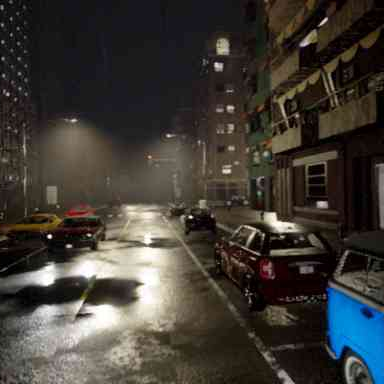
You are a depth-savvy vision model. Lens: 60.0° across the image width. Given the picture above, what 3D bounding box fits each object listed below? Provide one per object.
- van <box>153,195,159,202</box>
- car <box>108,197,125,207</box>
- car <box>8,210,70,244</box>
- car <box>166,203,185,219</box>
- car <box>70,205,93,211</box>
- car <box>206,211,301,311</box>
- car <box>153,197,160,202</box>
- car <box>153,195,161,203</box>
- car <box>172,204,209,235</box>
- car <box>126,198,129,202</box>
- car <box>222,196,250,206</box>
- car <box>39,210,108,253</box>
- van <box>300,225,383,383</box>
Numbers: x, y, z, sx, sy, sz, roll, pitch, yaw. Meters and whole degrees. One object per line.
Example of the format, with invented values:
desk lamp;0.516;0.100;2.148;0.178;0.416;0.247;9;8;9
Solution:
van;-10.265;1.822;94.626;1.690;1.788;3.998;-2;0;-8
car;-14.020;1.788;60.652;2.192;1.841;5.009;-1;0;-8
car;-8.030;1.751;17.441;1.752;1.417;4.829;-1;0;-8
car;-1.272;1.632;29.721;2.008;1.369;4.403;-1;0;-8
car;-9.571;1.829;28.571;1.887;1.381;4.507;-1;0;-8
car;1.761;1.409;7.799;1.967;1.590;4.097;-1;0;-8
car;-9.526;1.970;89.323;1.752;1.417;4.829;-1;0;-8
car;-8.744;1.973;83.684;1.947;1.339;4.313;-1;0;-8
car;0.246;1.574;18.759;2.008;1.369;4.403;-1;0;-8
car;-18.558;2.250;93.476;1.947;1.339;4.313;-1;0;-8
car;6.692;1.271;50.417;4.403;1.369;2.008;-2;1;-8
car;-4.938;1.746;14.742;1.895;1.301;4.718;-1;0;-8
van;2.518;1.283;2.319;1.690;1.788;3.998;-1;0;-8
